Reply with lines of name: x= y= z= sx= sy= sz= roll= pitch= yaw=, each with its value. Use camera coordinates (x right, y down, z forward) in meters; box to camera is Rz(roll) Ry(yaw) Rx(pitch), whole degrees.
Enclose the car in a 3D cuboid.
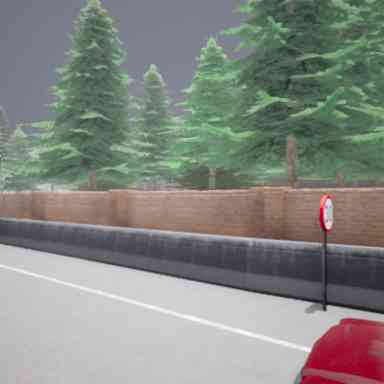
car: x=3.003 y=1.602 z=1.897 sx=4.718 sy=1.301 sz=1.895 roll=-1 pitch=-1 yaw=35
